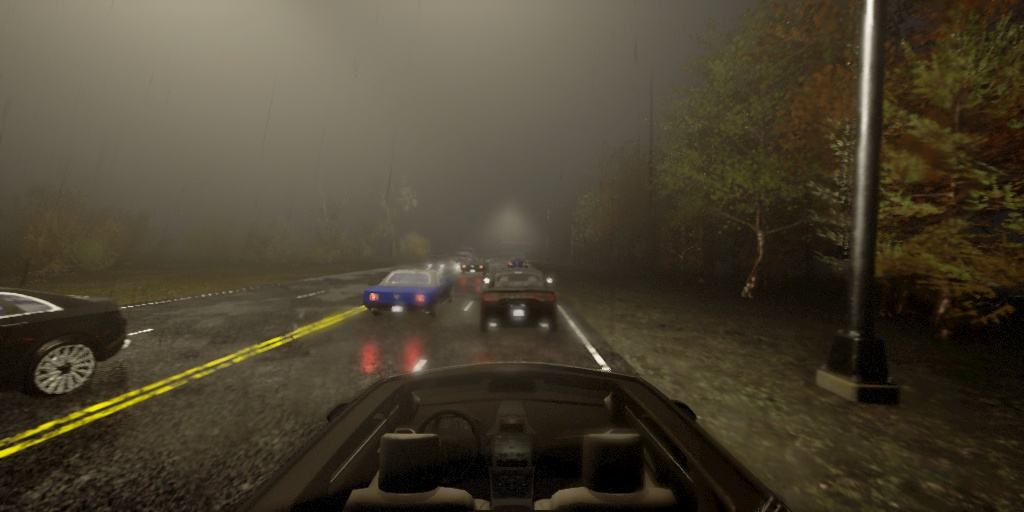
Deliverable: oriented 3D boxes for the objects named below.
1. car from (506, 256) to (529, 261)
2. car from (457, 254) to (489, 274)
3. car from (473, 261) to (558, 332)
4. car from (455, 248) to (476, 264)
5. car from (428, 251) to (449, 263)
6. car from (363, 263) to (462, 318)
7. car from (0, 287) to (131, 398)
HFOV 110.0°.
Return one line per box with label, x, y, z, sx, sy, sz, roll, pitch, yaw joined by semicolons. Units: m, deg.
car;0.462;0.740;30.777;1.812;1.442;4.674;1;1;0
car;-2.828;0.767;28.435;1.895;1.301;4.718;2;1;1
car;0.185;1.072;10.333;1.882;1.535;5.008;0;1;1
car;-5.949;-0.075;46.796;2.150;2.045;5.566;2;1;1
car;-9.229;0.129;45.616;1.837;1.490;4.892;2;1;1
car;-3.035;1.087;11.734;1.895;1.301;4.718;2;1;0
car;-6.568;1.033;3.170;2.128;1.511;4.902;2;1;1
